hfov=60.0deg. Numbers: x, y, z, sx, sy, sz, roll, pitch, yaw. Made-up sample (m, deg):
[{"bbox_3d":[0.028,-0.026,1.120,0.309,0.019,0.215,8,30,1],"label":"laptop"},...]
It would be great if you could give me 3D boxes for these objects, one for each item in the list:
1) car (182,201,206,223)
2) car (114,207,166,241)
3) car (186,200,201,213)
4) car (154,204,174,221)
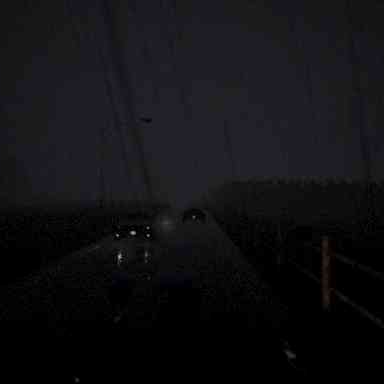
[{"bbox_3d":[0.167,1.741,27.981,1.812,1.442,4.674,0,0,0],"label":"car"},{"bbox_3d":[-2.698,1.698,17.264,1.994,1.385,4.181,0,-1,1],"label":"car"},{"bbox_3d":[0.218,1.840,42.166,1.812,1.442,4.674,0,0,1],"label":"car"},{"bbox_3d":[-2.641,1.776,30.122,2.033,1.411,5.357,0,0,0],"label":"car"}]
